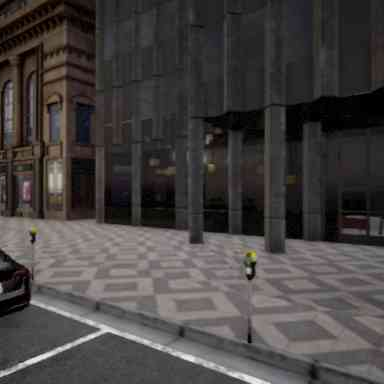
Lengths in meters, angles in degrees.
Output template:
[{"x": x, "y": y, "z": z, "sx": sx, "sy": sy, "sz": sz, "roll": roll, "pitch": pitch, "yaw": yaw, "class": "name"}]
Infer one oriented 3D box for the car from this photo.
[{"x": -4.814, "y": 1.573, "z": 6.396, "sx": 4.313, "sy": 1.339, "sz": 1.947, "roll": 0, "pitch": 0, "yaw": 36, "class": "car"}]
